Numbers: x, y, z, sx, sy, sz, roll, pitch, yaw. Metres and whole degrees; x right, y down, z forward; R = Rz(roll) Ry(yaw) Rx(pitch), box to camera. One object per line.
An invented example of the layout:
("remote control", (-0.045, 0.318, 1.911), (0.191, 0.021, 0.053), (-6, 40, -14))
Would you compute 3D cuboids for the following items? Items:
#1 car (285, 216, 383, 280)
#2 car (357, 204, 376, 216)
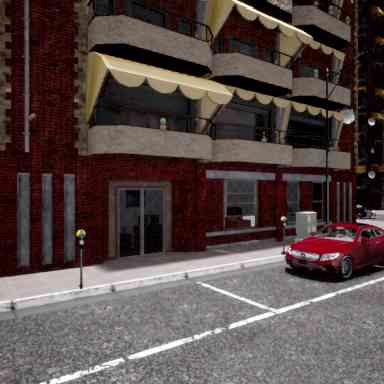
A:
("car", (4.594, 1.582, 9.888), (4.206, 1.307, 1.802), (0, 0, -35))
("car", (15.537, 1.806, 32.935), (2.128, 1.511, 4.902), (0, -1, -36))
